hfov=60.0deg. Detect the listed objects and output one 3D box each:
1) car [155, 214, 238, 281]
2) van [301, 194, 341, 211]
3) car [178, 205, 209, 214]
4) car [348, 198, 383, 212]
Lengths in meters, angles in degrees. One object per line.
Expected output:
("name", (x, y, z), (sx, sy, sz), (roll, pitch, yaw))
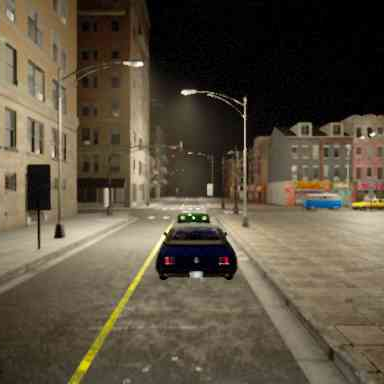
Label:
("car", (0.102, 1.542, 9.621), (1.895, 1.301, 4.718), (0, 0, 0))
("van", (13.749, 1.124, 35.376), (3.998, 1.788, 1.690), (0, 0, 0))
("car", (0.106, 1.474, 20.875), (1.895, 1.301, 4.718), (0, 0, 1))
("car", (19.191, 1.304, 35.367), (4.829, 1.417, 1.752), (0, 0, 0))
